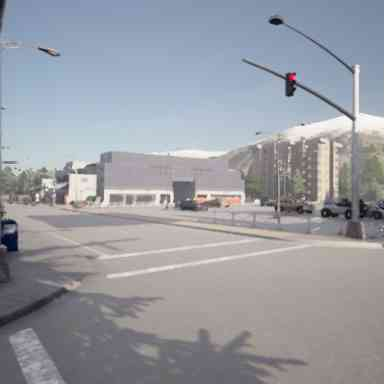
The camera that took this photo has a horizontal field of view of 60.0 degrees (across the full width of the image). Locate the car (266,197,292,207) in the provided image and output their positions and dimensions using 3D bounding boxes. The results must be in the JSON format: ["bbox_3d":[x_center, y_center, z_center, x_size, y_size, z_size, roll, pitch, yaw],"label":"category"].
[{"bbox_3d":[16.563,1.844,63.784,1.932,1.855,4.605,1,-1,-36],"label":"car"}]

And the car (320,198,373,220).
[{"bbox_3d":[13.710,1.470,30.022,1.905,1.878,3.866,1,-1,-36],"label":"car"}]

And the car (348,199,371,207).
[{"bbox_3d":[33.631,2.254,66.818,1.970,1.475,3.806,1,-1,-36],"label":"car"}]

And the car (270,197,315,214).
[{"bbox_3d":[11.754,1.563,38.321,1.932,1.855,4.605,1,-1,-36],"label":"car"}]

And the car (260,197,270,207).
[{"bbox_3d":[14.453,1.792,61.746,1.905,1.878,3.866,1,-1,-36],"label":"car"}]

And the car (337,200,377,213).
[{"bbox_3d":[22.256,1.888,45.052,2.007,1.523,4.514,1,-1,-36],"label":"car"}]

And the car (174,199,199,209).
[{"bbox_3d":[-0.913,1.749,50.209,1.970,1.475,3.806,1,-1,-36],"label":"car"}]

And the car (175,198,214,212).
[{"bbox_3d":[0.258,1.742,42.351,2.007,1.523,4.514,1,-1,-36],"label":"car"}]

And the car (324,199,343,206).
[{"bbox_3d":[31.689,2.310,74.575,1.845,1.501,3.633,1,-1,-36],"label":"car"}]

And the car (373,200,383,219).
[{"bbox_3d":[16.759,1.785,31.475,1.970,1.475,3.806,1,-1,-36],"label":"car"}]

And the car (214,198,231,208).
[{"bbox_3d":[4.093,1.738,54.237,2.152,1.636,5.027,1,-1,-36],"label":"car"}]
